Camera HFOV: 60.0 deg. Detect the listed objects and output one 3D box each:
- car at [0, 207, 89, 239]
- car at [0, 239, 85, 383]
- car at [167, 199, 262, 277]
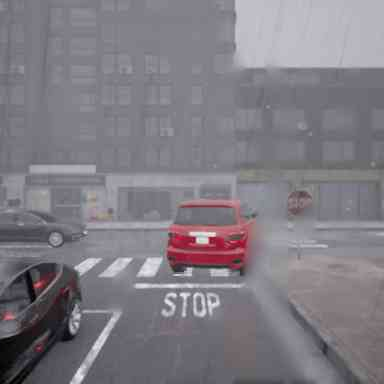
[{"bbox_3d":[-7.016,1.535,14.437,4.892,1.490,1.837,0,0,0],"label":"car"},{"bbox_3d":[-2.640,1.570,3.836,1.947,1.339,4.313,0,0,0],"label":"car"},{"bbox_3d":[0.915,1.236,10.557,2.150,2.045,5.566,-1,0,14],"label":"car"}]
